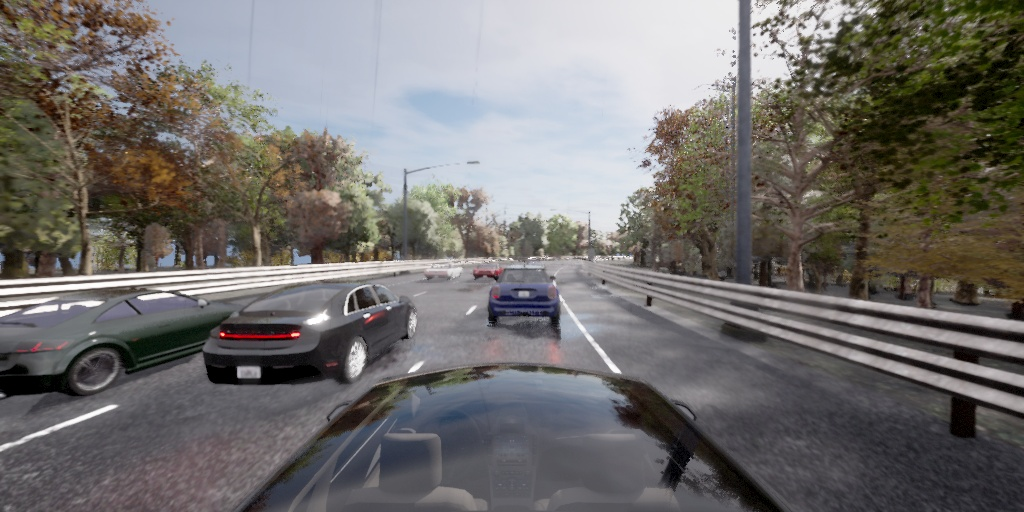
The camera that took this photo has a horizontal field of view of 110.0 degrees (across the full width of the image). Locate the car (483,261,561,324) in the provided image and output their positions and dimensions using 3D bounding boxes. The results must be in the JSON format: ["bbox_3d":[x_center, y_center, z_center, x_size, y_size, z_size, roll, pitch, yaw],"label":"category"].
[{"bbox_3d":[0.423,1.066,12.079,2.097,1.767,4.553,0,0,2],"label":"car"}]

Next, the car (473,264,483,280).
[{"bbox_3d":[-1.761,1.239,28.872,1.895,1.301,4.718,0,0,6],"label":"car"}]

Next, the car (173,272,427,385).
[{"bbox_3d":[-3.272,1.227,6.951,1.837,1.490,4.892,0,0,1],"label":"car"}]

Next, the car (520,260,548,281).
[{"bbox_3d":[1.945,1.141,30.349,2.128,1.511,4.902,0,0,7],"label":"car"}]

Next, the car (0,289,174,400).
[{"bbox_3d":[-6.778,1.280,6.492,1.994,1.385,4.181,0,0,1],"label":"car"}]

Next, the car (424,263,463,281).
[{"bbox_3d":[-5.321,1.224,28.545,1.895,1.301,4.718,0,0,6],"label":"car"}]
